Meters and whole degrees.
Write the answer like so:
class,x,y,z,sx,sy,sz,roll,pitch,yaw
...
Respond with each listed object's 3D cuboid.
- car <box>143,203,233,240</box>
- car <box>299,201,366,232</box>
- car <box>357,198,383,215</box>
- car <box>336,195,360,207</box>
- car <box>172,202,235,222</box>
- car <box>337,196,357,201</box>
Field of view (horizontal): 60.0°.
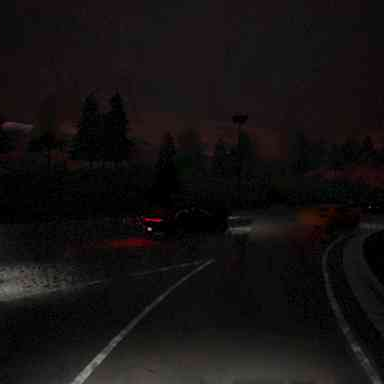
class,x,y,z,sx,sy,sz,roll,pitch,yaw
car,-0.204,1.523,17.247,4.902,1.511,2.128,0,0,-42
car,8.531,1.516,20.399,5.008,1.535,1.882,0,0,-42
car,19.778,1.616,35.228,5.357,1.411,2.033,0,0,-42
car,25.677,1.458,54.663,4.553,1.767,2.097,0,0,-42
car,1.031,1.598,27.775,5.357,1.411,2.033,0,0,-42
car,23.082,1.617,47.620,4.674,1.442,1.812,0,0,-42
